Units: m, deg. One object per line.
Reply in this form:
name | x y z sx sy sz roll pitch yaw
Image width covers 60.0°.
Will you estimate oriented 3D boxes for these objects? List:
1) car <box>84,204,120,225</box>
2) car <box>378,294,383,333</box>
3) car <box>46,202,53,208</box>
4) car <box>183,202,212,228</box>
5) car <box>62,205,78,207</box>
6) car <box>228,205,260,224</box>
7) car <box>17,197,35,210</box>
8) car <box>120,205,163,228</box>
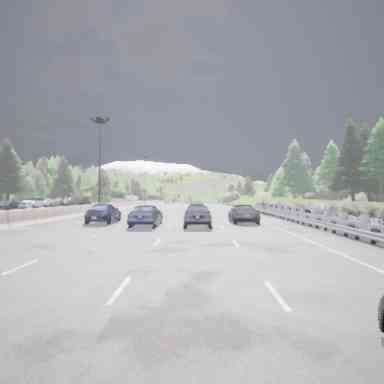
car | -6.604 1.620 24.852 1.812 1.442 4.674 0 -1 1
car | 3.635 1.503 2.942 1.837 1.490 4.892 0 0 1
car | -20.387 2.047 50.094 1.994 1.385 4.181 0 -1 1
car | 0.380 1.619 22.650 2.033 1.411 5.357 0 -1 1
car | -16.897 1.702 49.596 2.150 2.045 5.566 0 -1 1
car | 3.915 1.665 25.412 1.994 1.385 4.181 0 -1 1
car | -23.893 1.705 49.884 2.150 2.045 5.566 0 -1 1
car | -3.119 1.619 22.719 2.033 1.411 5.357 0 -1 1
